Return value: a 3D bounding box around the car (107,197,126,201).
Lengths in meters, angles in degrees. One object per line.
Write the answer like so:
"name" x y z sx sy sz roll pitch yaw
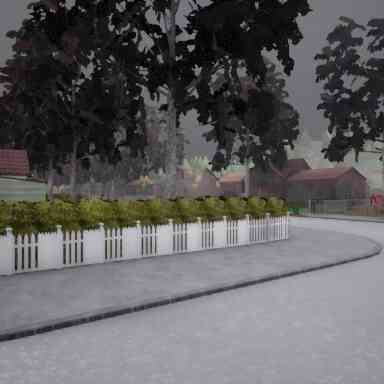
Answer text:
"car" -10.096 1.564 47.322 1.994 1.385 4.181 0 0 -35

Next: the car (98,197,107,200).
"car" -17.215 1.564 64.493 1.994 1.385 4.181 0 0 -36
